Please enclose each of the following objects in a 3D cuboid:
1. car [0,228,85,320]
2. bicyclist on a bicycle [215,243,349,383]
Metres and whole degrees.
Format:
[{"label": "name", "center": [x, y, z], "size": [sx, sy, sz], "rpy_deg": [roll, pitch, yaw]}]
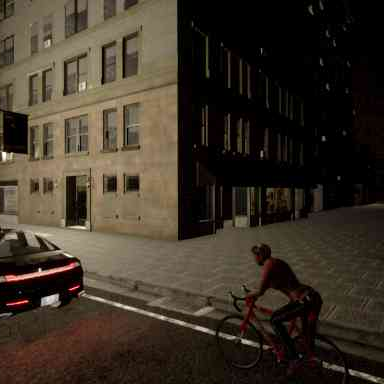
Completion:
[{"label": "car", "center": [-4.205, 1.493, 6.688], "size": [4.902, 1.511, 2.128], "rpy_deg": [0, 0, 36]}, {"label": "bicyclist on a bicycle", "center": [0.978, 1.453, 3.966], "size": [1.656, 1.620, 0.582], "rpy_deg": [0, 0, 36]}]
